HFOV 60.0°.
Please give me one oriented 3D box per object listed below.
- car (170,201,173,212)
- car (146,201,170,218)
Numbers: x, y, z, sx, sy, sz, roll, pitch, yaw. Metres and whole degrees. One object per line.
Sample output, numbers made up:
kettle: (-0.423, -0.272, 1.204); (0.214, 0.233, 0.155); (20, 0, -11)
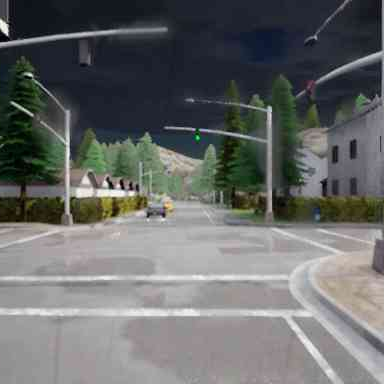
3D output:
car: (-3.582, 1.894, 44.885); (1.882, 1.535, 5.008); (0, -1, 1)
car: (-3.581, 1.845, 34.413); (1.812, 1.442, 4.674); (0, -1, 0)
